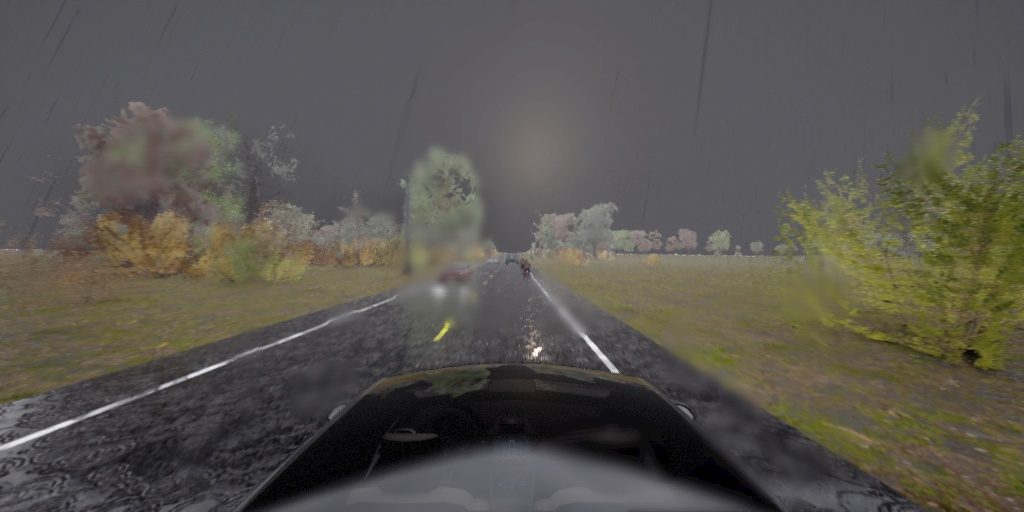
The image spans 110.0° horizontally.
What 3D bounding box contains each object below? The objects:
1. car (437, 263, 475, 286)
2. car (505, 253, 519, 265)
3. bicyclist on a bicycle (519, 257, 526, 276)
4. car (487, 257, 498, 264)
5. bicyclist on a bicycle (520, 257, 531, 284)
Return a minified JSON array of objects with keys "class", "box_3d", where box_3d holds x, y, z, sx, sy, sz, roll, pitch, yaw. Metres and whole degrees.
[{"class":"car","box_3d":[-3.593,1.168,23.446,1.895,1.301,4.718,0,1,0]},{"class":"car","box_3d":[0.038,0.435,62.079,2.150,2.045,5.566,0,0,1]},{"class":"bicyclist on a bicycle","box_3d":[0.961,0.945,32.040,0.582,1.620,1.656,0,0,0]},{"class":"car","box_3d":[-3.517,0.793,65.040,1.895,1.301,4.718,0,1,0]},{"class":"bicyclist on a bicycle","box_3d":[0.961,1.023,23.108,0.582,1.620,1.656,0,0,0]}]
